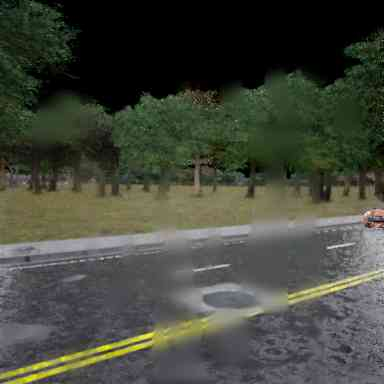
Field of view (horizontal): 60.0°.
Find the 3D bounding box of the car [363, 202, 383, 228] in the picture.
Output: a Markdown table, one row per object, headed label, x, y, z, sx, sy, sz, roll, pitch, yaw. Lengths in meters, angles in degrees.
| label | x | y | z | sx | sy | sz | roll | pitch | yaw |
| --- | --- | --- | --- | --- | --- | --- | --- | --- | --- |
| car | 12.632 | 1.342 | 20.678 | 4.553 | 1.767 | 2.097 | 0 | 0 | -35 |
